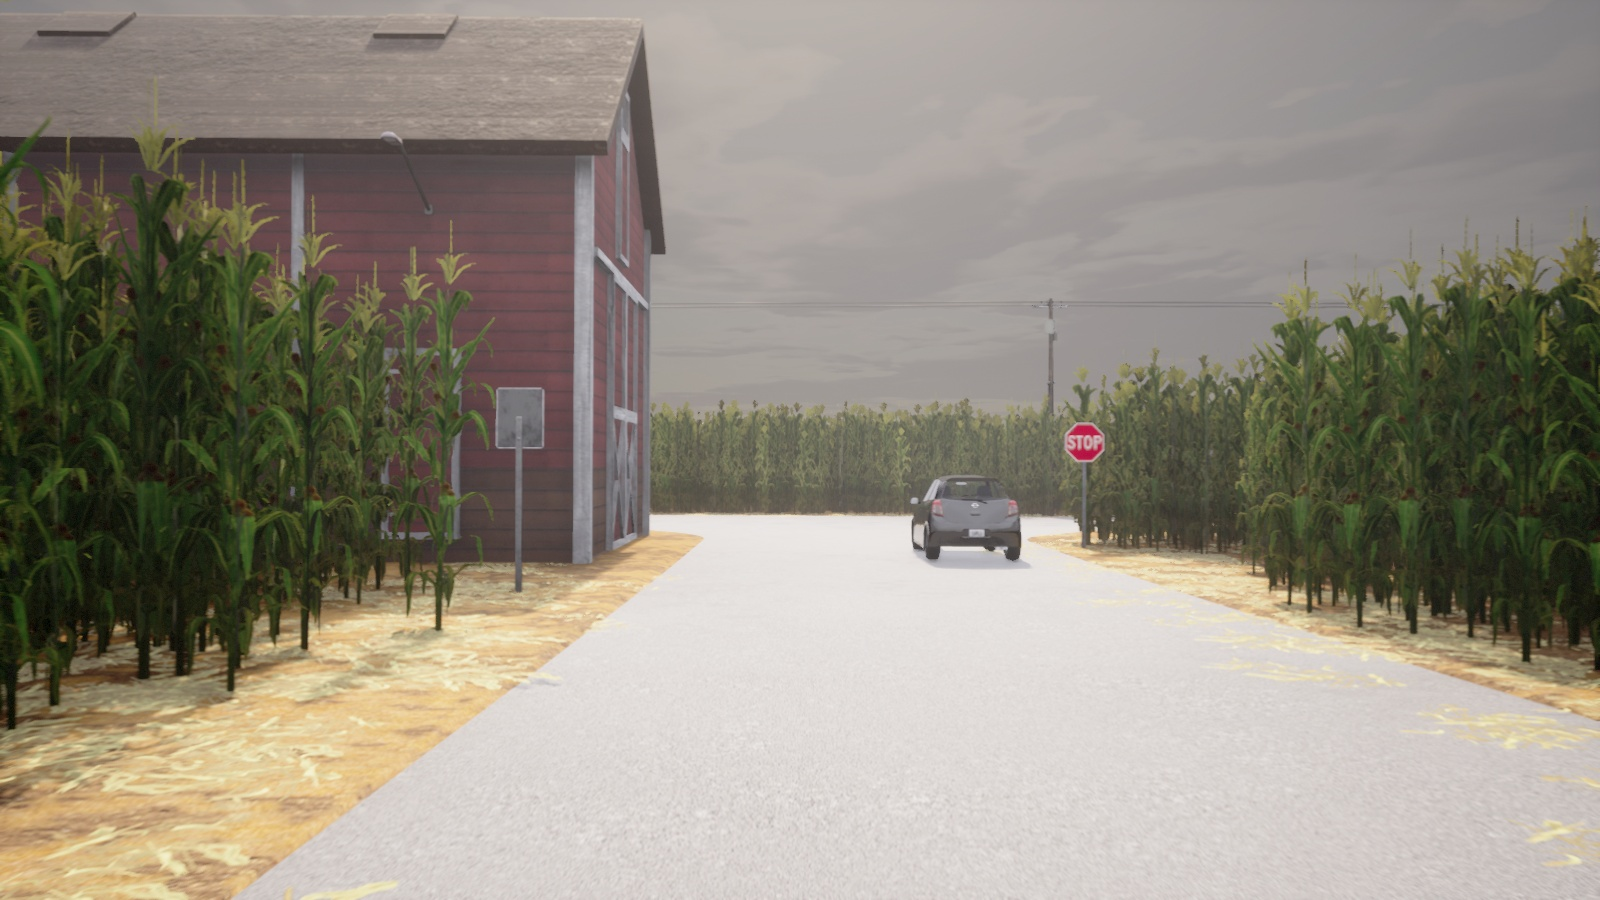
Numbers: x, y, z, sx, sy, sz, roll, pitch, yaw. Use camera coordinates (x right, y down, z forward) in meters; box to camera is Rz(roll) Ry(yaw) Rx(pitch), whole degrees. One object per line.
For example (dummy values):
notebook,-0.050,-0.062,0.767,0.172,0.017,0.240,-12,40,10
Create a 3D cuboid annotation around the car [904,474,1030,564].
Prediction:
car,3.033,1.220,23.444,1.845,1.501,3.633,0,-1,0
